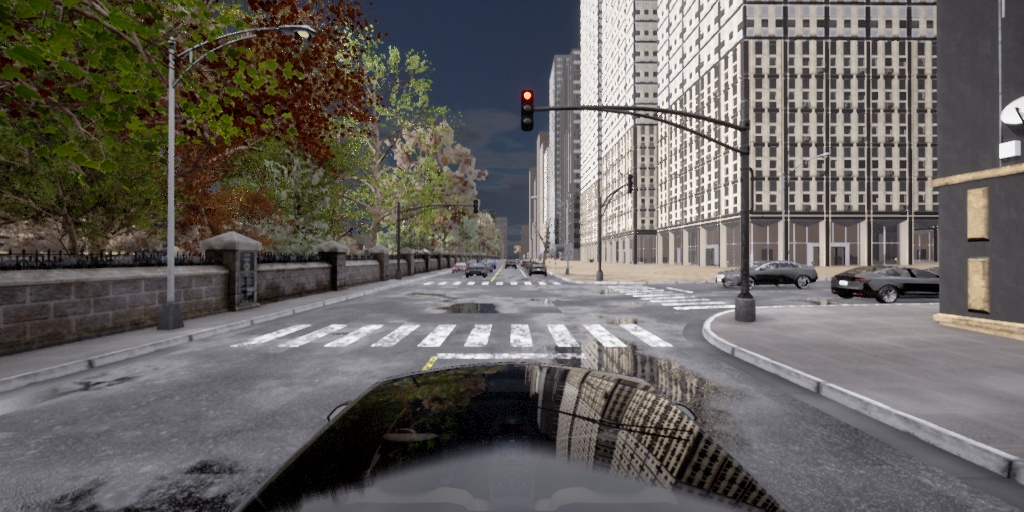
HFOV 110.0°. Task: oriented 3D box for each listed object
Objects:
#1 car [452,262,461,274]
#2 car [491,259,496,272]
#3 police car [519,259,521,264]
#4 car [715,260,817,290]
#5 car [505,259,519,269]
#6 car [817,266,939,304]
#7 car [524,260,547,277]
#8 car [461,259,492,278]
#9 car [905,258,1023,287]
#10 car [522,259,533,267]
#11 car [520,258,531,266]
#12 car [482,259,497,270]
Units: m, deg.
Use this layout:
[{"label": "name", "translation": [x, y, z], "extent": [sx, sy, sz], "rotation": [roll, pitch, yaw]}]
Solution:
[{"label": "car", "translation": [-5.897, 1.337, 41.698], "extent": [1.802, 1.307, 4.207], "rotation": [0, 0, 0]}, {"label": "car", "translation": [-3.316, 1.248, 44.155], "extent": [2.128, 1.511, 4.902], "rotation": [0, 0, 0]}, {"label": "police car", "translation": [2.809, 1.196, 64.533], "extent": [1.930, 1.638, 5.238], "rotation": [0, 0, 0]}, {"label": "car", "translation": [13.651, 0.987, 19.384], "extent": [4.902, 1.511, 2.128], "rotation": [-1, 0, 0]}, {"label": "car", "translation": [-0.195, 1.270, 58.901], "extent": [1.837, 1.490, 4.892], "rotation": [0, 0, 0]}, {"label": "car", "translation": [14.627, 1.022, 13.590], "extent": [4.313, 1.339, 1.948], "rotation": [0, 0, -1]}, {"label": "car", "translation": [2.513, 1.319, 36.109], "extent": [1.948, 1.339, 4.313], "rotation": [0, 0, 0]}, {"label": "car", "translation": [-3.265, 1.300, 34.137], "extent": [2.033, 1.411, 5.357], "rotation": [0, 0, 0]}, {"label": "car", "translation": [25.170, 0.846, 19.495], "extent": [5.357, 1.411, 2.033], "rotation": [-1, 0, 0]}, {"label": "car", "translation": [2.483, 1.321, 41.742], "extent": [1.948, 1.339, 4.313], "rotation": [0, 0, 0]}, {"label": "car", "translation": [2.454, 1.324, 47.374], "extent": [1.948, 1.339, 4.313], "rotation": [0, 0, 0]}, {"label": "car", "translation": [-3.360, 1.240, 54.521], "extent": [1.882, 1.535, 5.008], "rotation": [0, 0, 0]}]
